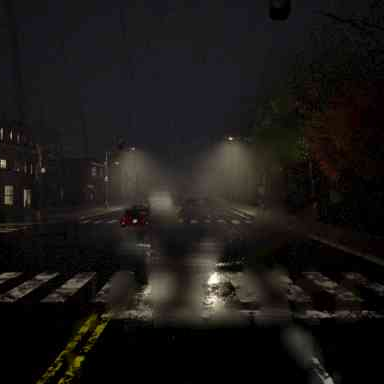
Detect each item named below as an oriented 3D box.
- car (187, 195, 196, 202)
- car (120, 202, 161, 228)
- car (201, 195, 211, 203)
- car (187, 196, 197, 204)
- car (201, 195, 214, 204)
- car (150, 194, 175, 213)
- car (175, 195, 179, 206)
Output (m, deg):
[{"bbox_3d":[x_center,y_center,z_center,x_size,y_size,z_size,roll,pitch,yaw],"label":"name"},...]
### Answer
[{"bbox_3d":[-0.160,1.510,74.673,2.033,1.411,5.357,0,0,0],"label":"car"},{"bbox_3d":[-3.399,1.559,21.870,1.994,1.385,4.181,0,0,0],"label":"car"},{"bbox_3d":[3.080,1.494,73.237,2.128,1.511,4.902,0,0,0],"label":"car"},{"bbox_3d":[-0.050,1.576,64.255,1.895,1.301,4.718,0,0,0],"label":"car"},{"bbox_3d":[3.205,1.577,63.231,1.895,1.301,4.718,0,0,0],"label":"car"},{"bbox_3d":[-3.433,1.210,37.185,2.150,2.045,5.566,0,0,0],"label":"car"},{"bbox_3d":[-3.451,1.488,50.572,1.837,1.490,4.892,0,0,0],"label":"car"}]
